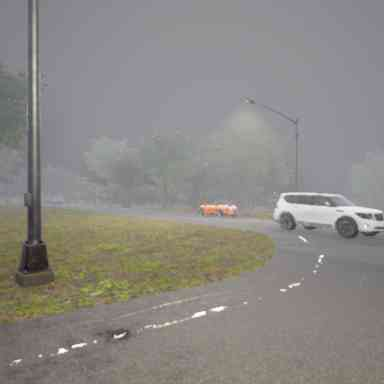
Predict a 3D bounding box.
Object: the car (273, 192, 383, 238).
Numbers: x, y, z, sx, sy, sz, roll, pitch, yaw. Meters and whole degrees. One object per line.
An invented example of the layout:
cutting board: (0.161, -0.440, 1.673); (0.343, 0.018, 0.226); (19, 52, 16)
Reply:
car: (6.708, 1.062, 16.794); (2.150, 2.045, 5.566); (3, -1, -35)

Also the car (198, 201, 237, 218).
car: (2.607, 1.696, 34.843); (2.097, 1.767, 4.553); (4, -3, -35)

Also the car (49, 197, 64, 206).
car: (-27.969, 1.897, 69.349); (2.097, 1.767, 4.553); (3, -3, -27)
